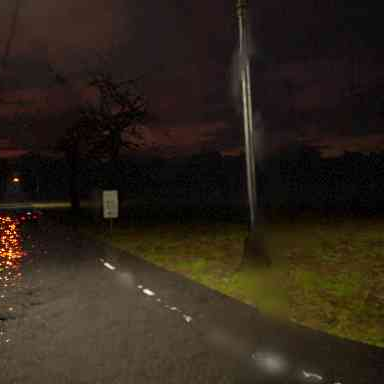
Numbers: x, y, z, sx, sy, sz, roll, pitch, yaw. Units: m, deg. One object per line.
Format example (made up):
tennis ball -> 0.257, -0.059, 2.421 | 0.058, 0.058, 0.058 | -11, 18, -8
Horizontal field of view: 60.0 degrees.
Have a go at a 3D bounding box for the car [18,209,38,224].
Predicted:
car -> -19.640, 3.041, 39.988 | 2.033, 1.411, 5.357 | -2, 0, -28

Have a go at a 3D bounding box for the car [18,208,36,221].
car -> -23.350, 3.147, 46.935 | 2.128, 1.511, 4.902 | -2, 0, -28
